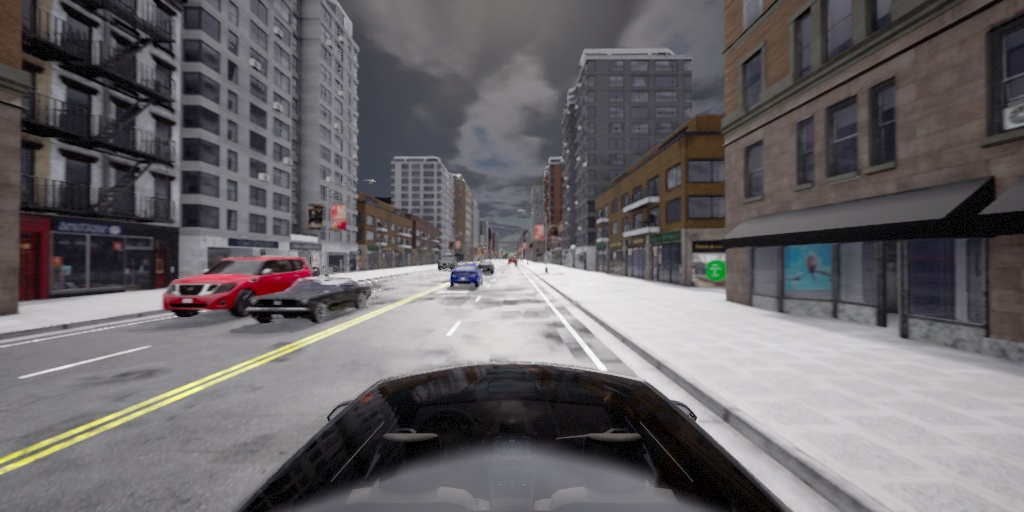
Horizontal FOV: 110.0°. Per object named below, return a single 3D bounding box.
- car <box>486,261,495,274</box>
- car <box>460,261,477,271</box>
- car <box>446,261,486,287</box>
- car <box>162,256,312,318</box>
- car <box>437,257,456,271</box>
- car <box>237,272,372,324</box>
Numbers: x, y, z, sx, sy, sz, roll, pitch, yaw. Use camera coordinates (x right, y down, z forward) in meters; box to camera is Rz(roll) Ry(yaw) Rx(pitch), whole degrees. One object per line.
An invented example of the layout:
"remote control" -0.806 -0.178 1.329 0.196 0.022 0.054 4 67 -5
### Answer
"car" -3.149 1.408 44.042 1.882 1.535 5.008 0 0 0
"car" -6.566 1.538 54.277 1.994 1.385 4.181 0 0 0
"car" -3.149 1.328 25.474 1.882 1.535 5.008 0 0 0
"car" -9.851 1.021 13.640 2.150 2.045 5.566 0 0 0
"car" -9.812 1.198 54.718 2.150 2.045 5.566 0 0 1
"car" -6.601 1.395 12.295 1.895 1.301 4.718 0 0 0
